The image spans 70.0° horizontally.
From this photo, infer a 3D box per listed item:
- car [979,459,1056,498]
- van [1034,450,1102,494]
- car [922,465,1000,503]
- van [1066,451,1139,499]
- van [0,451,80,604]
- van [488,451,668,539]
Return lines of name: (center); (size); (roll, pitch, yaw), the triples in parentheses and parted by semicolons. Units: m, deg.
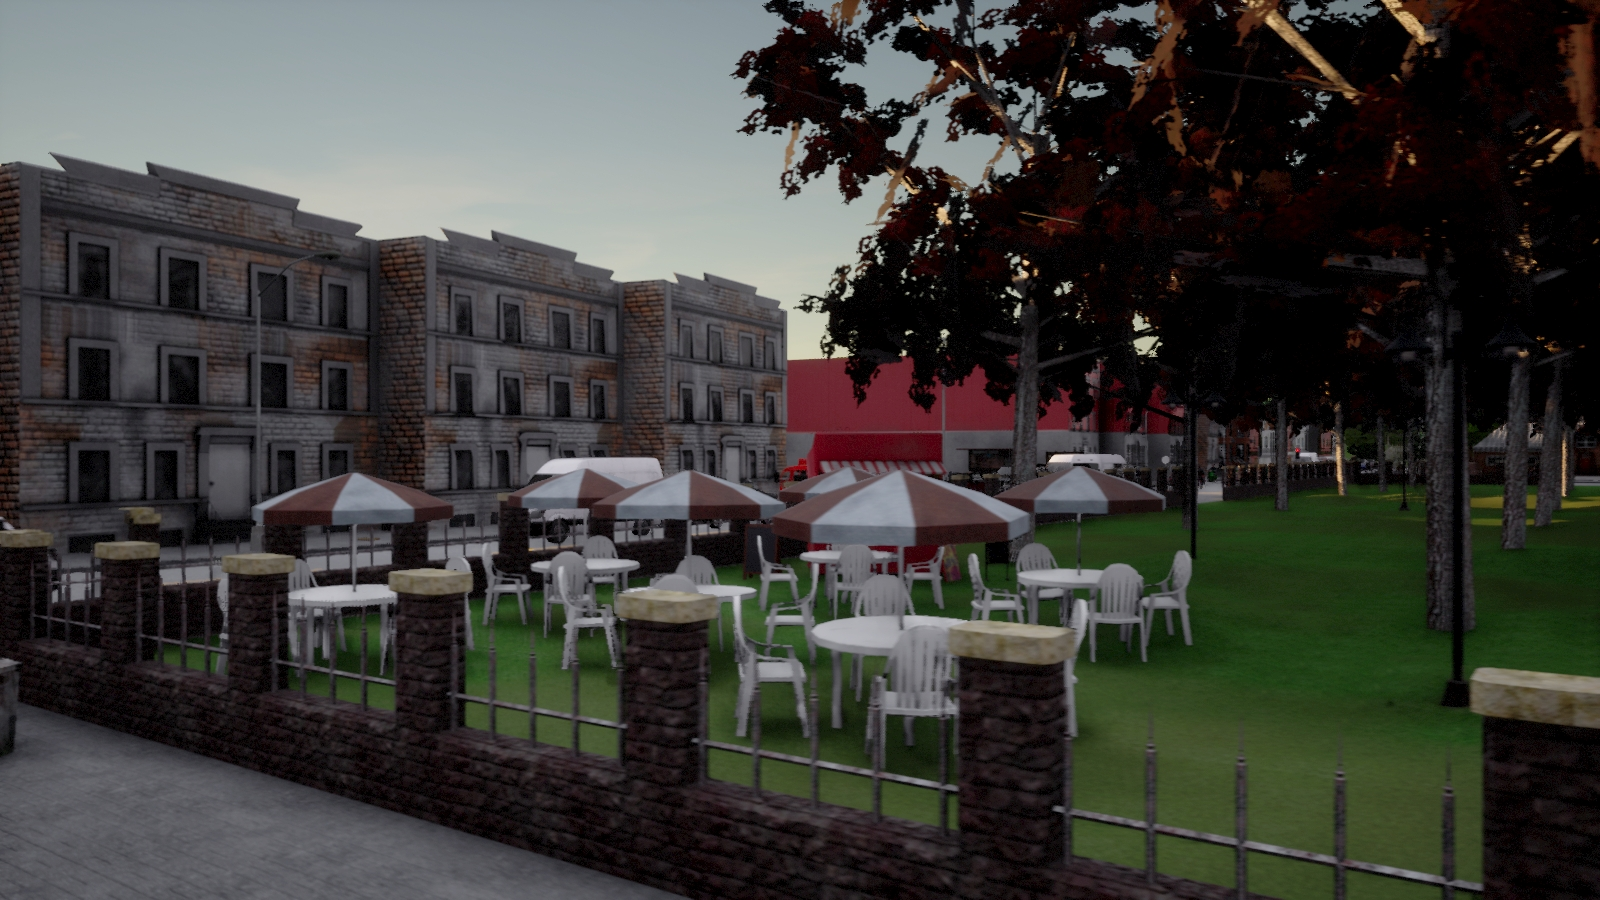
car: (12.185, 1.559, 63.726); (2.150, 2.045, 5.566); (0, 0, 35)
van: (16.467, 1.314, 69.904); (1.988, 2.561, 5.915); (0, 0, 35)
car: (8.228, 1.685, 58.177); (2.097, 1.767, 4.553); (0, 0, 35)
van: (16.905, 1.313, 63.558); (1.988, 2.561, 5.915); (0, 0, 35)
van: (-14.890, 1.314, 18.067); (1.988, 2.561, 5.915); (-1, 0, 20)
van: (-6.929, 1.313, 36.448); (1.988, 2.561, 5.915); (0, 0, 35)
